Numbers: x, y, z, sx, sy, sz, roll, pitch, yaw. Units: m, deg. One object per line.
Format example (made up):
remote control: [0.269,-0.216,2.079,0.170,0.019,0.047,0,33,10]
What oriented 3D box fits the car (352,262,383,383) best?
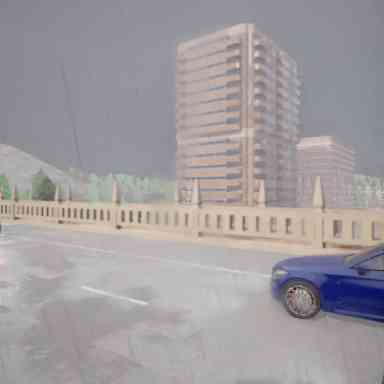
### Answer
car: [3.563,1.504,1.452,4.892,1.490,1.837,0,0,35]

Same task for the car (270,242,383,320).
car: [3.678,1.526,5.667,4.674,1.442,1.812,0,0,35]

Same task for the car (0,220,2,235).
car: [-10.971,1.527,16.102,4.674,1.442,1.812,0,0,35]
